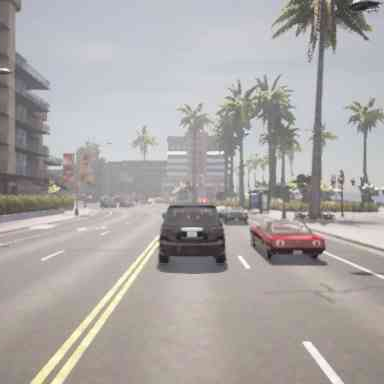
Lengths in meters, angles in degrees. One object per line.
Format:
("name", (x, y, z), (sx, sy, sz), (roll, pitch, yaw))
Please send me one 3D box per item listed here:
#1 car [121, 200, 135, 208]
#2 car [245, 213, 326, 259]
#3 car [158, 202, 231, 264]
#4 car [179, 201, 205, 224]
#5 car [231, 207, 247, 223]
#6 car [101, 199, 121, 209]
("car", (-12.011, 2.245, 61.583), (1.994, 1.385, 4.181), (0, -1, -27))
("car", (3.525, 1.748, 13.236), (1.895, 1.301, 4.718), (0, -1, 1))
("car", (0.016, 1.365, 12.526), (2.150, 2.045, 5.566), (0, 0, 0))
("car", (-0.007, 1.666, 28.408), (2.097, 1.767, 4.553), (0, -1, 0))
("car", (3.495, 1.914, 28.237), (1.895, 1.301, 4.718), (0, -1, 0))
("car", (-14.839, 2.009, 59.340), (2.097, 1.767, 4.553), (0, -1, -27))
